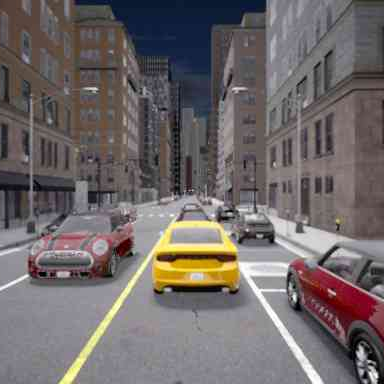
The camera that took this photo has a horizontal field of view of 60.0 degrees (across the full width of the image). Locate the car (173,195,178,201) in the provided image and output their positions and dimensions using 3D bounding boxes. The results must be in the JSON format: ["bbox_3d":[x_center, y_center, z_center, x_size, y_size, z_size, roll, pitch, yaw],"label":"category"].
[{"bbox_3d":[-5.635,2.080,91.145,1.752,1.417,4.829,0,0,0],"label":"car"}]

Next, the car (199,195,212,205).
[{"bbox_3d":[2.855,1.796,64.265,1.967,1.590,4.097,0,0,0],"label":"car"}]

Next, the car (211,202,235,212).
[{"bbox_3d":[2.841,1.702,27.175,1.947,1.339,4.313,0,0,0],"label":"car"}]

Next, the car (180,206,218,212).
[{"bbox_3d":[0.097,1.653,17.908,1.994,1.385,4.181,0,0,-1],"label":"car"}]

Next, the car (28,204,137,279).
[{"bbox_3d":[-3.101,1.402,10.259,2.097,1.767,4.553,0,0,0],"label":"car"}]

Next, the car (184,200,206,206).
[{"bbox_3d":[-0.015,1.660,26.901,1.812,1.442,4.674,0,0,1],"label":"car"}]

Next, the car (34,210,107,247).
[{"bbox_3d":[-5.678,1.646,16.168,1.947,1.339,4.313,0,0,0],"label":"car"}]

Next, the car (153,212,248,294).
[{"bbox_3d":[0.089,1.522,8.972,1.882,1.535,5.008,0,-1,0],"label":"car"}]

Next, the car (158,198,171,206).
[{"bbox_3d":[-5.670,1.938,64.273,1.802,1.307,4.206,0,0,0],"label":"car"}]

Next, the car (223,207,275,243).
[{"bbox_3d":[2.847,1.631,16.172,2.008,1.369,4.403,0,0,0],"label":"car"}]

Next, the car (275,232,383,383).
[{"bbox_3d":[2.852,1.466,5.170,1.967,1.590,4.097,0,0,0],"label":"car"}]

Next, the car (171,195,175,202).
[{"bbox_3d":[-5.655,1.980,75.089,2.008,1.369,4.403,0,0,0],"label":"car"}]

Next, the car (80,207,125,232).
[{"bbox_3d":[-5.682,1.689,21.669,1.802,1.307,4.206,0,0,0],"label":"car"}]

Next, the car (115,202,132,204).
[{"bbox_3d":[-5.685,1.576,27.171,1.967,1.590,4.097,0,0,0],"label":"car"}]

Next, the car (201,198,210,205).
[{"bbox_3d":[2.862,1.919,69.844,1.752,1.417,4.829,0,0,0],"label":"car"}]
